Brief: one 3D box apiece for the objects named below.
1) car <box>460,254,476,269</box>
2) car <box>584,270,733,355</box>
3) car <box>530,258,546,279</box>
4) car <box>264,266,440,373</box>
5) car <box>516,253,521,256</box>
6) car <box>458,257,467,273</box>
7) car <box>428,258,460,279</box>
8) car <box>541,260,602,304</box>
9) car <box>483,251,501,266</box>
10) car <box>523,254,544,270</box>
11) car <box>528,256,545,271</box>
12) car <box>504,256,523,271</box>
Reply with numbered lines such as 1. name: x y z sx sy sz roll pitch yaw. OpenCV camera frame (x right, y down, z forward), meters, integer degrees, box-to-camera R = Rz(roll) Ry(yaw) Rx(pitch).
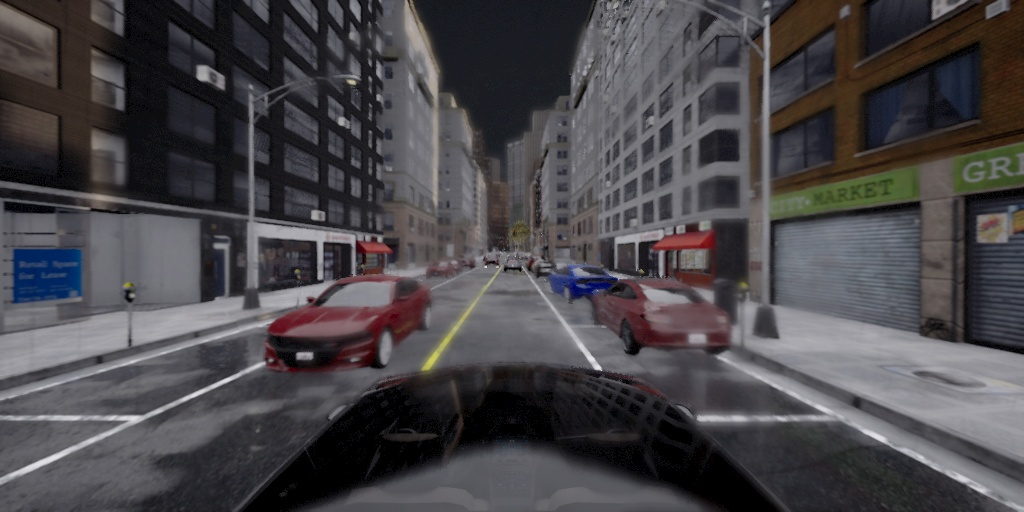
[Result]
1. car: -5.762 0.661 45.983 2.192 1.841 5.009 0 0 0
2. car: 3.148 1.221 8.389 1.812 1.442 4.674 0 0 0
3. car: 2.763 1.083 29.318 1.948 1.339 4.313 0 0 0
4. car: -3.100 1.177 7.856 1.882 1.535 5.008 0 1 0
5. car: 0.048 0.759 53.942 1.837 1.490 4.892 0 1 0
6. car: -5.762 1.045 34.877 1.802 1.307 4.207 0 0 0
7. car: -5.762 1.062 29.325 1.888 1.381 4.507 0 0 0
8. car: 2.911 1.111 15.831 1.882 1.535 5.008 0 1 -8
9. car: -3.007 0.596 54.705 2.097 1.767 4.553 0 1 0
10. car: 2.763 0.722 40.424 2.192 1.841 5.009 0 0 0
11. car: 2.763 0.989 35.040 1.751 1.417 4.829 0 0 0
12. car: 0.090 0.967 40.682 1.994 1.385 4.181 0 1 0
